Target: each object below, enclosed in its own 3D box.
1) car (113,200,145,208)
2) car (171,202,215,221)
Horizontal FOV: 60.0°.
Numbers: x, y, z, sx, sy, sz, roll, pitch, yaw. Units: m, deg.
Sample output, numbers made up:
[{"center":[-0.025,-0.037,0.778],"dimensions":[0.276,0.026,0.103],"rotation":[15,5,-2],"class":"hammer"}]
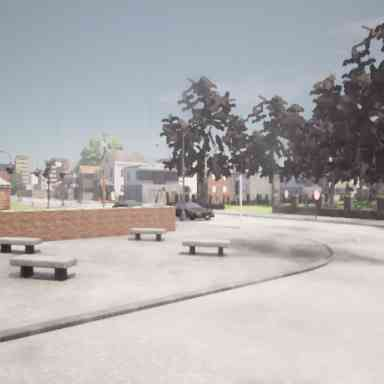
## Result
[{"center":[-7.054,1.545,37.093],"dimensions":[2.033,1.411,5.357],"rotation":[0,0,-35],"class":"car"},{"center":[-0.370,1.545,27.646],"dimensions":[2.033,1.411,5.357],"rotation":[0,0,-35],"class":"car"}]
